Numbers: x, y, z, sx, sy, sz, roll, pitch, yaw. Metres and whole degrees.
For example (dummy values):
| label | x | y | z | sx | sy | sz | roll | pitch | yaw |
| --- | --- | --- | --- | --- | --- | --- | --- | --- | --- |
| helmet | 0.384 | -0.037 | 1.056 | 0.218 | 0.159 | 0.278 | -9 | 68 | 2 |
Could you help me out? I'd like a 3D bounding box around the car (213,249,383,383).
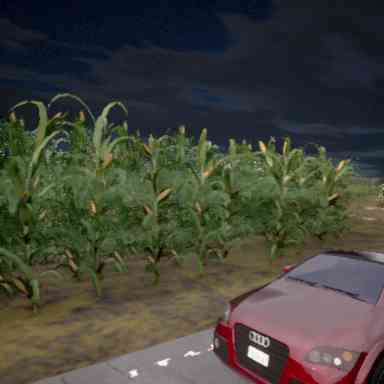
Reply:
| label | x | y | z | sx | sy | sz | roll | pitch | yaw |
| --- | --- | --- | --- | --- | --- | --- | --- | --- | --- |
| car | 2.335 | 1.574 | 4.709 | 4.181 | 1.385 | 1.994 | 0 | 0 | -35 |
